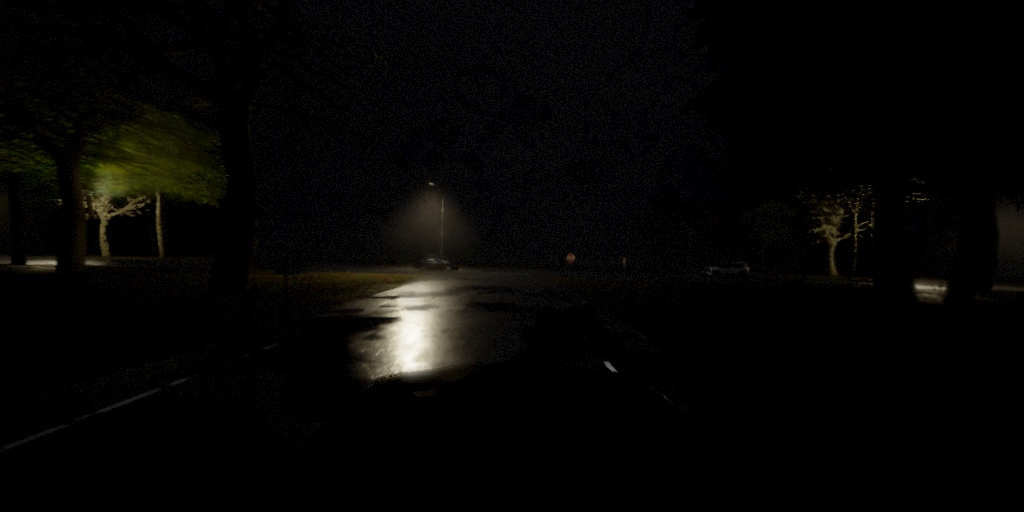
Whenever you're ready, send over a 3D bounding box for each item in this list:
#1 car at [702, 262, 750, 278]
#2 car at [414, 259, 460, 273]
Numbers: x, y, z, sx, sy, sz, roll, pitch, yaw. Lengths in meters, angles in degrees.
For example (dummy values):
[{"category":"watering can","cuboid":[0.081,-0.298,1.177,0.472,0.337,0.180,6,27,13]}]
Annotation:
[{"category":"car","cuboid":[27.703,1.802,46.479,5.566,2.045,2.150,0,1,0]},{"category":"car","cuboid":[-8.267,1.049,39.652,4.902,1.511,2.128,1,1,0]}]
